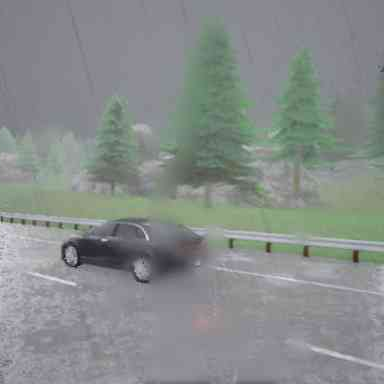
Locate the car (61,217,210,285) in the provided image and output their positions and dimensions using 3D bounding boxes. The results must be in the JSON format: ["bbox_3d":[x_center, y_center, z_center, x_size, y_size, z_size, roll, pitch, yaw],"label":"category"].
[{"bbox_3d":[-1.806,1.496,9.577,4.892,1.490,1.837,0,0,36],"label":"car"}]
